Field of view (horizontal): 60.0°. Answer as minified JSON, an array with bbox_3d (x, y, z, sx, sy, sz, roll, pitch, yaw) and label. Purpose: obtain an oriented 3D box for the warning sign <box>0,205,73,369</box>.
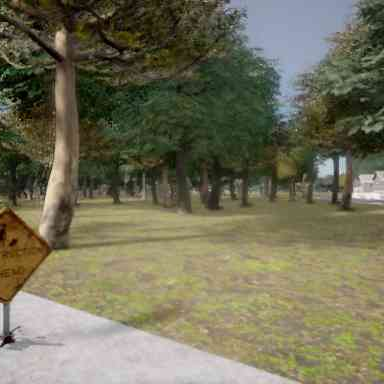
[{"bbox_3d":[-2.483,1.129,4.437,1.060,1.860,1.300,0,0,35],"label":"warning sign"}]
